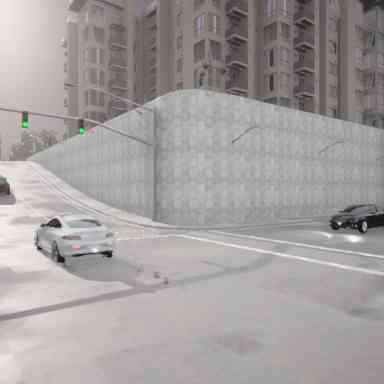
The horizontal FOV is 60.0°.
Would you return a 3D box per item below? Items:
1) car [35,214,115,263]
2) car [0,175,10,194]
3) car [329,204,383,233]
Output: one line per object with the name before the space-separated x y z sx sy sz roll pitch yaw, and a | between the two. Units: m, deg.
car | -4.317 1.527 12.013 1.812 1.442 4.674 0 0 -36
car | -19.656 -0.984 33.331 2.097 1.767 4.553 0 11 -36
car | 10.155 1.505 19.852 4.892 1.490 1.837 0 0 -36
